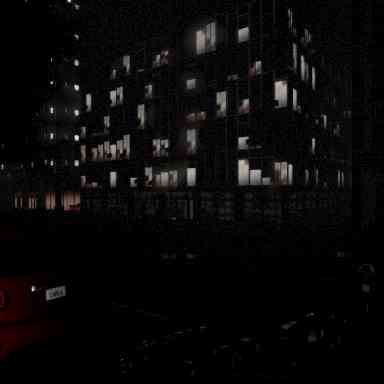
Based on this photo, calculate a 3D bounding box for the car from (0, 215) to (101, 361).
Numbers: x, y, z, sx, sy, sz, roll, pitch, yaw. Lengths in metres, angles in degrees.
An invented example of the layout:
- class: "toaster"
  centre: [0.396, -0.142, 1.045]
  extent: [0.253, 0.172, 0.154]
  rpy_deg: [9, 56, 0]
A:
- class: "car"
  centre: [-3.607, 1.315, 5.452]
  extent: [5.009, 1.841, 2.192]
  rpy_deg: [0, 0, 36]

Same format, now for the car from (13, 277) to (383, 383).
- class: "car"
  centre: [0.889, 1.566, 2.243]
  extent: [4.313, 1.339, 1.947]
  rpy_deg: [0, 0, 36]
